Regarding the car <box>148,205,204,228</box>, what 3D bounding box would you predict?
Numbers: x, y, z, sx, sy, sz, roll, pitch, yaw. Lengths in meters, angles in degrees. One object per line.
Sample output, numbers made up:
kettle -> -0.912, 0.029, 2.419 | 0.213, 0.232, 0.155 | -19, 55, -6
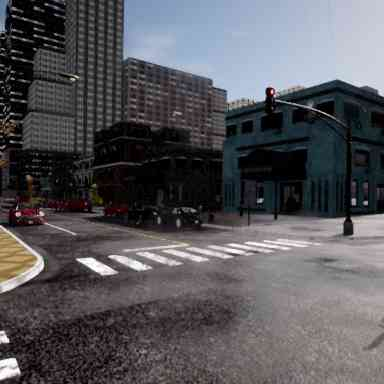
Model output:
car -> -0.937, 1.699, 23.127 | 2.008, 1.369, 4.403 | 1, -1, -35

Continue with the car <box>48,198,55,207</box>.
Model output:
car -> -23.747, 1.777, 55.802 | 1.967, 1.590, 4.097 | 1, -1, -35

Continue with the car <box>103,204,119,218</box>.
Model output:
car -> -7.184, 1.782, 32.135 | 1.802, 1.307, 4.206 | 1, -1, -35

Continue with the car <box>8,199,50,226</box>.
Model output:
car -> -11.762, 1.492, 23.582 | 1.967, 1.590, 4.097 | 1, -1, -35

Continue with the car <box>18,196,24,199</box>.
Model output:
car -> -39.560, 1.787, 78.612 | 2.192, 1.841, 5.009 | 1, -1, -35

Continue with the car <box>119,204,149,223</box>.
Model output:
car -> -4.061, 1.740, 27.632 | 1.947, 1.339, 4.313 | 1, -1, -35

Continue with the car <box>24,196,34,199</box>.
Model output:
car -> -33.332, 1.944, 69.626 | 1.752, 1.417, 4.829 | 1, -1, -35

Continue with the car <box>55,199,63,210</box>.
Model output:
car -> -17.381, 1.724, 46.709 | 1.967, 1.590, 4.097 | 1, -1, -35

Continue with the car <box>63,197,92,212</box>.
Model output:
car -> -14.190, 1.572, 42.166 | 2.192, 1.841, 5.009 | 1, -1, -35

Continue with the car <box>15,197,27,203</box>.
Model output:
car -> -42.724, 2.050, 83.172 | 2.008, 1.369, 4.403 | 1, -1, -35
